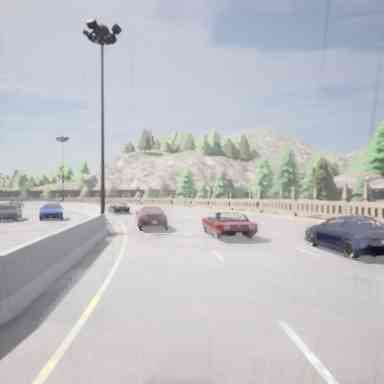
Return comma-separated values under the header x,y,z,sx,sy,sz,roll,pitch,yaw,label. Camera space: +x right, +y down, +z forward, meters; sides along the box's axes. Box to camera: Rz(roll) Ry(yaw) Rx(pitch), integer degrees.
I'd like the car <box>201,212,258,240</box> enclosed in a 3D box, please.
x,y,z,sx,sy,sz,roll,pitch,yaw,label
1.796,1.687,17.603,1.895,1.301,4.718,0,0,-10,car

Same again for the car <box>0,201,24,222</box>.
x,y,z,sx,sy,sz,roll,pitch,yaw,label
-15.805,1.789,28.683,1.837,1.490,4.892,0,-1,-20,car

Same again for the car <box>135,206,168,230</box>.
x,y,z,sx,sy,sz,roll,pitch,yaw,label
-2.728,1.667,22.056,1.812,1.442,4.674,0,0,-13,car

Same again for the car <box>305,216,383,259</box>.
x,y,z,sx,sy,sz,roll,pitch,yaw,label
6.043,1.598,12.745,1.994,1.385,4.181,0,0,-7,car

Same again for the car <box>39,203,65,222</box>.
x,y,z,sx,sy,sz,roll,pitch,yaw,label
-12.471,1.743,29.735,1.882,1.535,5.008,0,-1,-20,car

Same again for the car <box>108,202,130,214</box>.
x,y,z,sx,sy,sz,roll,pitch,yaw,label
-8.883,1.911,40.085,1.895,1.301,4.718,0,0,-24,car
